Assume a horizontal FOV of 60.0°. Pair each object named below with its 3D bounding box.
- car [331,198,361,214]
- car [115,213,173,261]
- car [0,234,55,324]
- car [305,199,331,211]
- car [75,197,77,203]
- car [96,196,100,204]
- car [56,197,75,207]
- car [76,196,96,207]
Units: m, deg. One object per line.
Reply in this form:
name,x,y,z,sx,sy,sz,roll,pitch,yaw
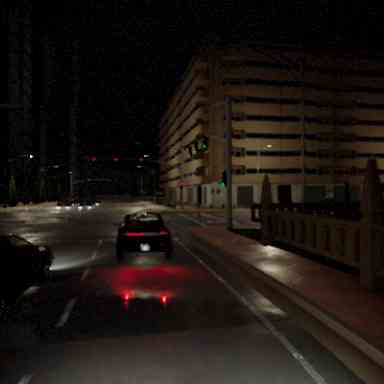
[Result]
car,17.867,1.503,35.178,4.902,1.511,2.128,0,0,-12
car,-1.833,1.523,12.556,2.128,1.511,4.902,0,0,-10
car,-4.373,1.587,6.847,2.033,1.411,5.357,0,0,-9
car,15.403,1.509,38.236,5.008,1.535,1.882,0,0,-12
car,-24.715,1.818,71.772,2.033,1.411,5.357,0,0,-12
car,-21.295,1.614,72.511,2.097,1.767,4.553,0,0,-12
car,-21.601,1.758,56.415,1.812,1.442,4.674,0,0,-11
car,-18.174,1.738,57.126,1.812,1.442,4.674,0,0,-11
